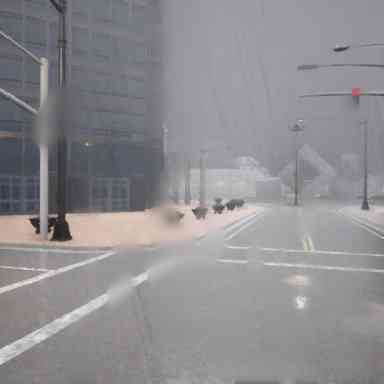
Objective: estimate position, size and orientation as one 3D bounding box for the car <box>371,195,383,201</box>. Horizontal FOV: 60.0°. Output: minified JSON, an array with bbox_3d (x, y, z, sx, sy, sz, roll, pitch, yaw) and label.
[{"bbox_3d":[45.482,1.431,79.708,2.128,1.511,4.902,0,0,-29],"label":"car"}]
